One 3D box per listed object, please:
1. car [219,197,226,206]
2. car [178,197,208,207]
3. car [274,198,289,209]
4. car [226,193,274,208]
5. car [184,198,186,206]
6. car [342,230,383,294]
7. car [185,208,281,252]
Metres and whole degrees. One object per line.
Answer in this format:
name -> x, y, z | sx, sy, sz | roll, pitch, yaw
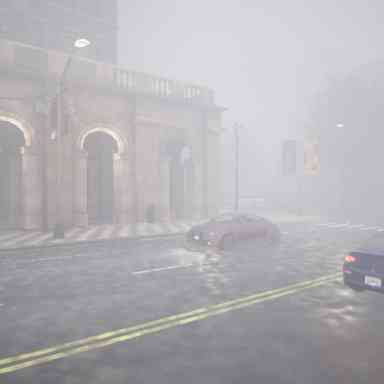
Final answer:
car -> 4.121, 1.536, 53.680 | 2.033, 1.411, 5.357 | 0, 0, -36
car -> 0.101, 1.537, 53.281 | 2.033, 1.411, 5.357 | 0, 0, -36
car -> 10.675, 1.493, 44.559 | 1.837, 1.490, 4.892 | 0, 0, -36
car -> 7.442, 1.212, 43.055 | 2.150, 2.045, 5.566 | 0, 0, -36
car -> -0.713, 1.586, 49.010 | 1.895, 1.301, 4.718 | 0, 0, -36
car -> 5.294, 1.523, 7.631 | 4.674, 1.442, 1.812 | 0, 0, -36
car -> 1.792, 1.561, 13.948 | 4.181, 1.385, 1.994 | 0, 0, -36
